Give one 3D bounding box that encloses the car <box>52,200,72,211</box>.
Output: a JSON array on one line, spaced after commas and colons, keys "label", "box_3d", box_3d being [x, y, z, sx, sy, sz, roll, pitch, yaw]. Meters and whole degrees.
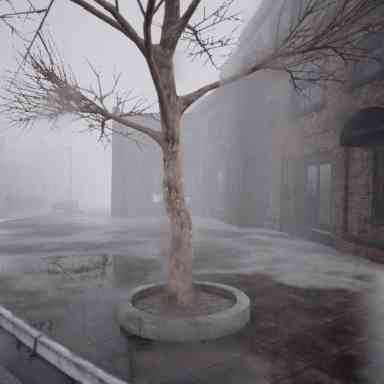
[{"label": "car", "box_3d": [-16.860, 1.733, 44.367, 1.812, 1.442, 4.674, 1, 0, 8]}]
